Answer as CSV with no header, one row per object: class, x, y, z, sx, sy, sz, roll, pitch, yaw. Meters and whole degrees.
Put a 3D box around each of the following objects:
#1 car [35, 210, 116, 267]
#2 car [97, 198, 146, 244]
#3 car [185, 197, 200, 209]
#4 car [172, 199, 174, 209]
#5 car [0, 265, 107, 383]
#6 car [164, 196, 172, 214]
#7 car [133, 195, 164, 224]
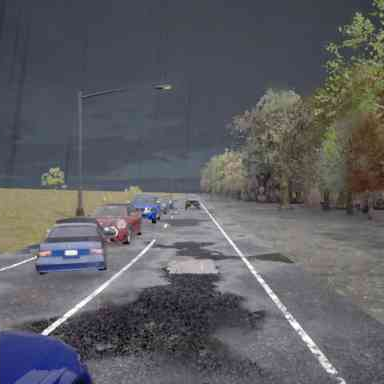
car,-3.676,1.549,10.645,2.033,1.411,5.357,0,0,-16
car,-3.675,1.353,15.621,2.097,1.767,4.553,0,0,1
car,0.053,1.501,44.291,1.837,1.490,4.892,0,0,0
car,-3.599,1.347,45.292,2.097,1.767,4.553,0,0,0
car,-1.993,1.525,1.172,1.812,1.442,4.674,0,0,6
car,-3.598,1.351,35.285,2.097,1.767,4.553,0,0,0
car,-3.607,1.223,25.281,2.150,2.045,5.566,0,0,-1
